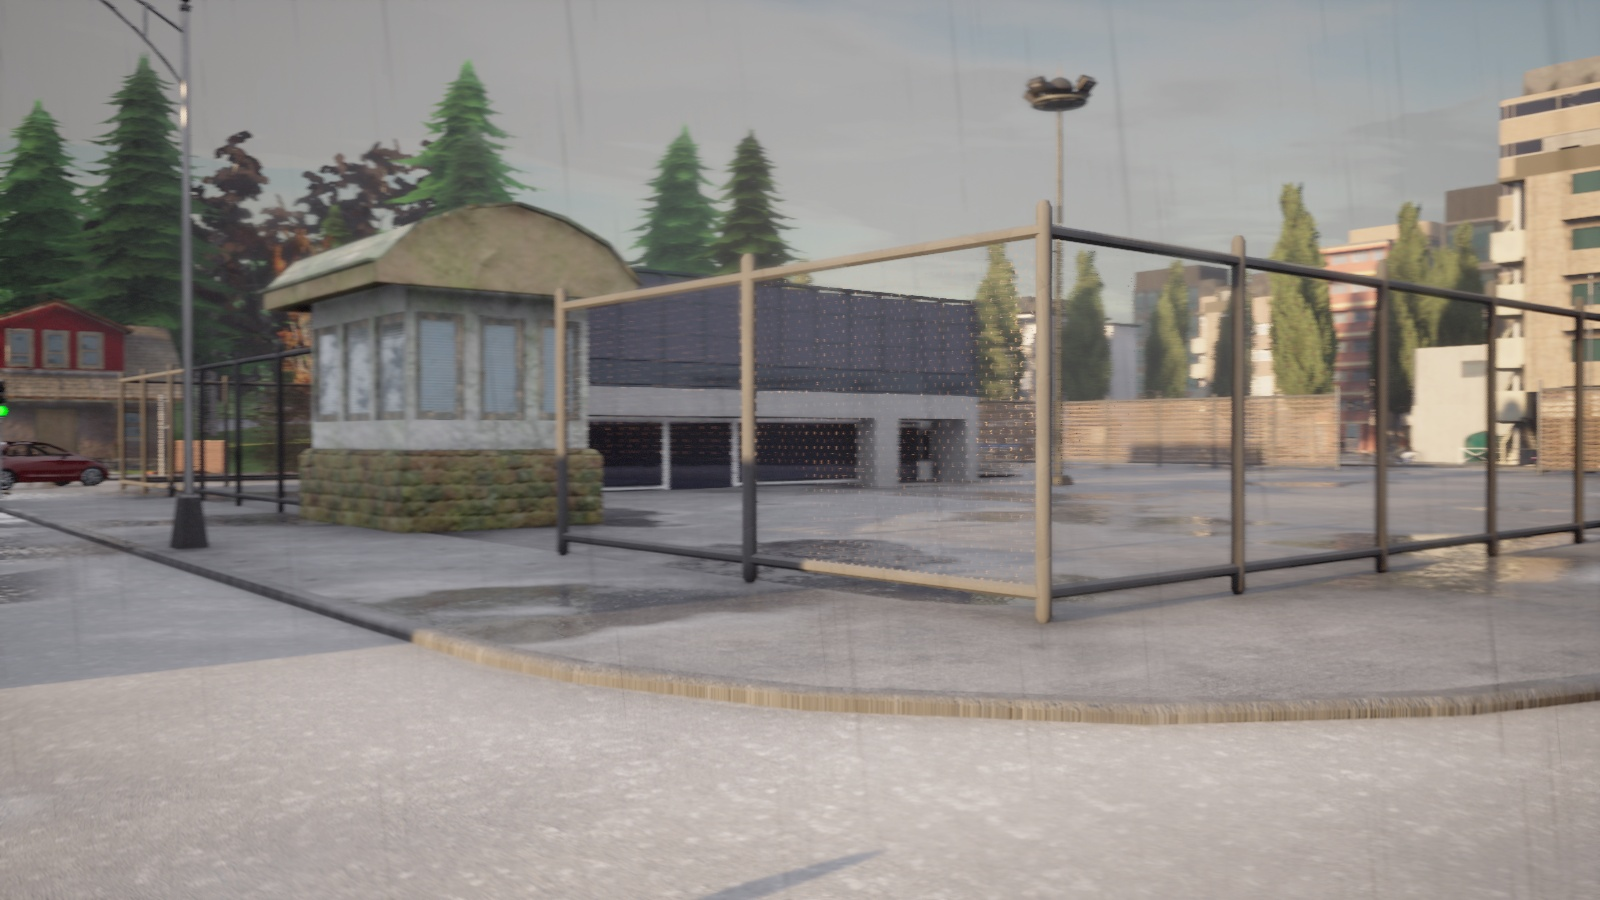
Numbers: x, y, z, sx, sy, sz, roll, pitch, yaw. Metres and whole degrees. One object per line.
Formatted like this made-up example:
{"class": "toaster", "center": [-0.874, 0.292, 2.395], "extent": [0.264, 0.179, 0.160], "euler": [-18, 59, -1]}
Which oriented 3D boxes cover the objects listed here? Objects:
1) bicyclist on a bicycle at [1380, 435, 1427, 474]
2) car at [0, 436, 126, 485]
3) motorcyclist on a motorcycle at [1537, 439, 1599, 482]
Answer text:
{"class": "bicyclist on a bicycle", "center": [28.349, 0.199, 59.005], "extent": [0.659, 1.776, 1.843], "euler": [0, 1, -39]}
{"class": "car", "center": [-23.658, 0.291, 39.318], "extent": [1.816, 1.474, 4.193], "euler": [0, 1, 28]}
{"class": "motorcyclist on a motorcycle", "center": [30.661, 0.391, 49.815], "extent": [0.766, 1.649, 2.350], "euler": [0, 1, -39]}
